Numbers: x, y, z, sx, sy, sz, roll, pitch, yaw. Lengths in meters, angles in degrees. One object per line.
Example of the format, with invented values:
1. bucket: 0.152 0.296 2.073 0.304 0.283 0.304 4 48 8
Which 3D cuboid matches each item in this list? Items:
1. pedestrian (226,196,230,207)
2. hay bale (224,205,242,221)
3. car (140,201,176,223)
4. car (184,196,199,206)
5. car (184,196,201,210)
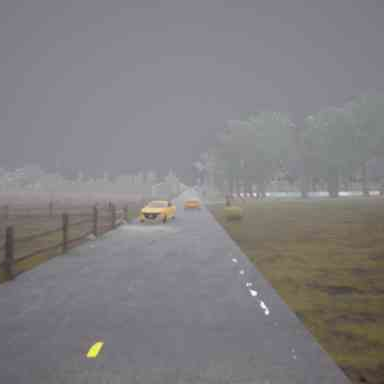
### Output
1. pedestrian: 2.821 1.199 26.448 0.375 1.860 0.375 1 -1 -5
2. hay bale: 3.111 1.599 25.328 1.220 1.180 1.240 -1 -1 0
3. car: -2.510 1.421 25.620 1.882 1.535 5.008 1 0 9
4. car: -0.108 1.377 54.790 2.033 1.411 5.357 0 1 -5
5. car: 0.057 1.371 41.784 1.882 1.535 5.008 0 0 0
